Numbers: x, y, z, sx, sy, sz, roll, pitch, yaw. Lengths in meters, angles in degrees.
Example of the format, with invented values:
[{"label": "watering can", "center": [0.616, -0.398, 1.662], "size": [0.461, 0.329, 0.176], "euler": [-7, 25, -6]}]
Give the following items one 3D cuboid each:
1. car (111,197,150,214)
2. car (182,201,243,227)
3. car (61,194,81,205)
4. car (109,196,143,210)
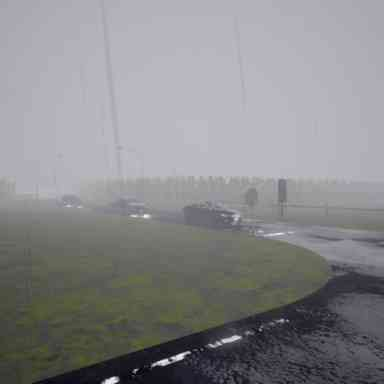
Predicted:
[{"label": "car", "center": [-6.121, 1.323, 32.441], "size": [2.033, 1.411, 5.357], "euler": [0, 1, -35]}, {"label": "car", "center": [1.251, 1.368, 22.001], "size": [2.128, 1.511, 4.902], "euler": [0, 1, -35]}, {"label": "car", "center": [-17.920, 1.095, 49.309], "size": [1.882, 1.535, 5.008], "euler": [0, 0, -35]}, {"label": "car", "center": [-8.110, 1.256, 40.382], "size": [2.033, 1.411, 5.357], "euler": [0, 1, -35]}]
